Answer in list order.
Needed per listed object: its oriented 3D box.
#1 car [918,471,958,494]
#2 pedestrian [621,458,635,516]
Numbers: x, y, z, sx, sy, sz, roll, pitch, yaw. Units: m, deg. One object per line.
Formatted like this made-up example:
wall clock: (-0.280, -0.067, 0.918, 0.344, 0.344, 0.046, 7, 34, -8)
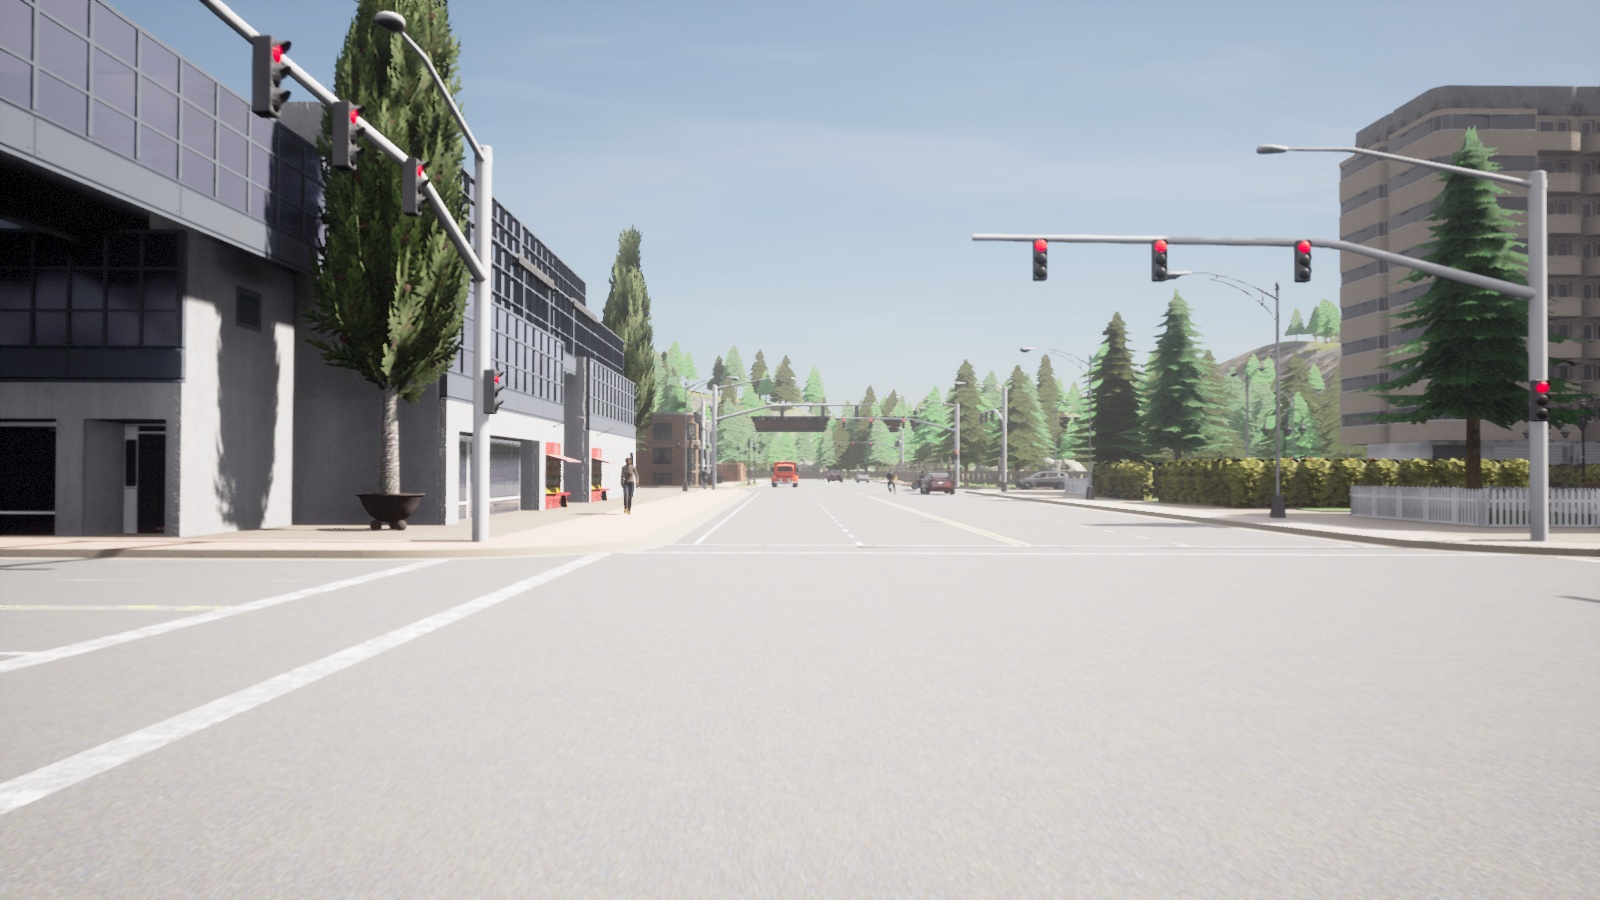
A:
car: (9.399, 2.216, 86.047, 2.163, 1.488, 4.792, 0, -1, -1)
pedestrian: (-5.442, 1.161, 39.769, 0.328, 1.805, 0.869, 0, -1, -1)
